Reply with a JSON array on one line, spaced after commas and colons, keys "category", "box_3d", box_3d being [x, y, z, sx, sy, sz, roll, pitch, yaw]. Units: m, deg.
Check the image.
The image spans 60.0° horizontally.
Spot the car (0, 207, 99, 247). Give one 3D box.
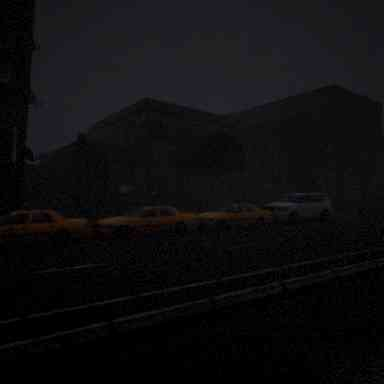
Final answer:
[{"category": "car", "box_3d": [-6.711, 1.382, 13.055, 5.366, 1.575, 1.946, 0, 0, -34]}]

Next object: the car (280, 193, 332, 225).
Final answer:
[{"category": "car", "box_3d": [7.190, 1.064, 22.587, 5.566, 2.045, 2.435, 0, 0, -35]}]

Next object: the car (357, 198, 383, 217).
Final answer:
[{"category": "car", "box_3d": [16.293, 1.301, 28.846, 4.792, 1.488, 2.163, 0, 0, -34]}]

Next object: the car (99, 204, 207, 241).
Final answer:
[{"category": "car", "box_3d": [-2.153, 1.357, 16.173, 5.366, 1.575, 1.946, 0, 0, -34]}]

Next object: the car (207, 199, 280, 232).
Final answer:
[{"category": "car", "box_3d": [2.401, 1.335, 19.301, 5.366, 1.575, 1.946, 0, 0, -34]}]
